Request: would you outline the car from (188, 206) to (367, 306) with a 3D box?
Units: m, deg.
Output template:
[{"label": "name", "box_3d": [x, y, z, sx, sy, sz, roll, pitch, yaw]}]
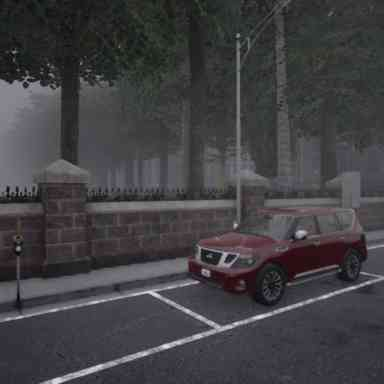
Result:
[{"label": "car", "box_3d": [2.326, 1.312, 8.194, 5.009, 1.841, 2.192, 0, 0, -36]}]
